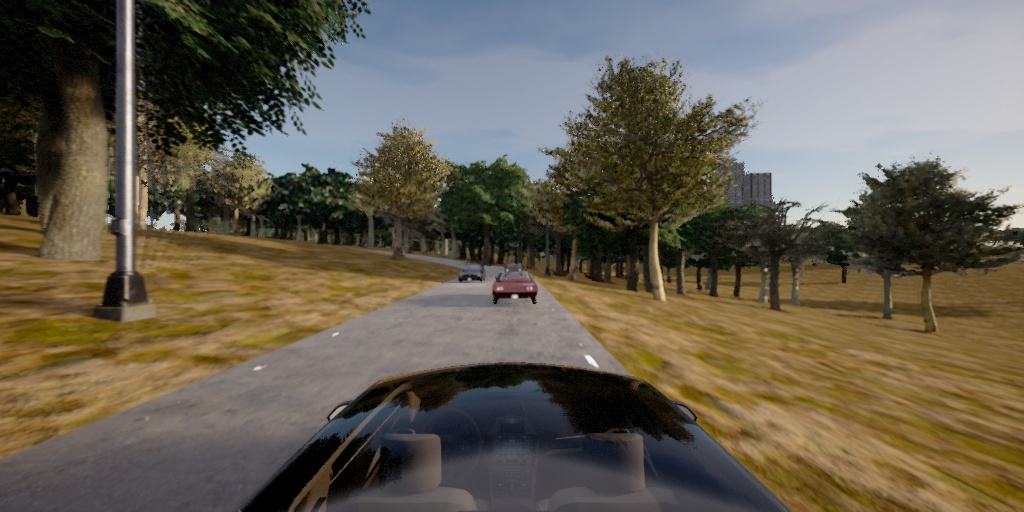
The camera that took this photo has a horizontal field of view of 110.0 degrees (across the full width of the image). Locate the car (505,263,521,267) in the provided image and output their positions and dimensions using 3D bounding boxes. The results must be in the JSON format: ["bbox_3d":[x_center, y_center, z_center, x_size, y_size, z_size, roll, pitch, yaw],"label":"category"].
[{"bbox_3d":[0.143,1.385,37.044,1.895,1.301,4.718,0,0,0],"label":"car"}]

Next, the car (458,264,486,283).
[{"bbox_3d":[-3.050,1.310,28.494,2.033,1.411,5.357,0,0,0],"label":"car"}]

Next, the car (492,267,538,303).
[{"bbox_3d":[0.118,1.350,16.695,1.895,1.301,4.718,0,0,0],"label":"car"}]
